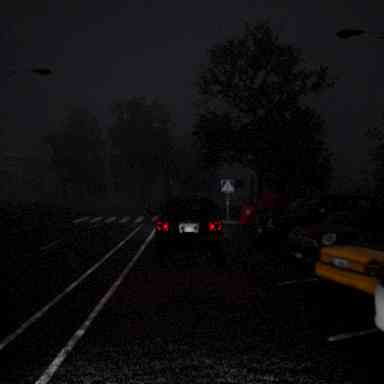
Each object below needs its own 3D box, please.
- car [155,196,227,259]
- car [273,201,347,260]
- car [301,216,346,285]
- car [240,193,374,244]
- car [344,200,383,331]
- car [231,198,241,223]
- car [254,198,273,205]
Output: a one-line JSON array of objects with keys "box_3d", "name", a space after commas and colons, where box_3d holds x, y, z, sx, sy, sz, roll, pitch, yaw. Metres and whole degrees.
[{"box_3d": [-0.113, 1.142, 12.423, 2.150, 2.045, 5.566, 0, 1, -1], "name": "car"}, {"box_3d": [5.256, 1.307, 10.647, 4.553, 1.767, 2.185, 1, 1, -21], "name": "car"}, {"box_3d": [5.443, 1.460, 7.743, 5.366, 1.575, 1.946, 1, 0, -21], "name": "car"}, {"box_3d": [5.145, 1.145, 13.590, 5.566, 2.045, 2.435, 1, 1, -21], "name": "car"}, {"box_3d": [5.284, 1.229, 4.675, 5.566, 2.045, 2.435, 1, 1, -21], "name": "car"}, {"box_3d": [5.126, 1.110, 16.592, 5.566, 2.045, 2.435, 1, 0, -22], "name": "car"}, {"box_3d": [17.392, 2.362, 81.149, 1.837, 1.490, 4.892, 0, 1, -30], "name": "car"}]
